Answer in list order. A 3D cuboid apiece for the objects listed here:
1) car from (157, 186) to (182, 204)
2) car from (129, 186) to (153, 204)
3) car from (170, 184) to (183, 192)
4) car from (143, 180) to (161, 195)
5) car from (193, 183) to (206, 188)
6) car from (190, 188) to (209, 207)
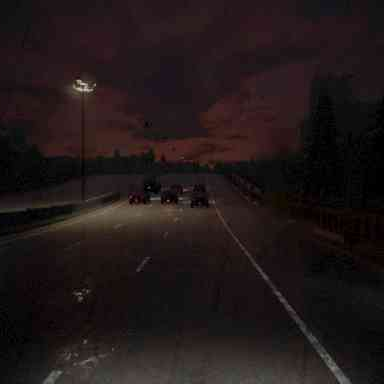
[{"bbox_3d":[-2.592,0.479,39.298,1.837,1.490,4.892,0,5,1],"label":"car"},{"bbox_3d":[-6.095,0.533,38.994,1.812,1.442,4.674,0,5,1],"label":"car"},{"bbox_3d":[-2.381,-0.559,49.611,1.994,1.385,4.181,0,7,1],"label":"car"},{"bbox_3d":[-5.900,-0.801,48.797,2.150,2.045,5.566,0,7,1],"label":"car"},{"bbox_3d":[1.097,-0.525,48.624,2.128,1.511,4.902,0,7,1],"label":"car"},{"bbox_3d":[0.829,0.776,35.882,1.812,1.442,4.674,0,4,1],"label":"car"}]
